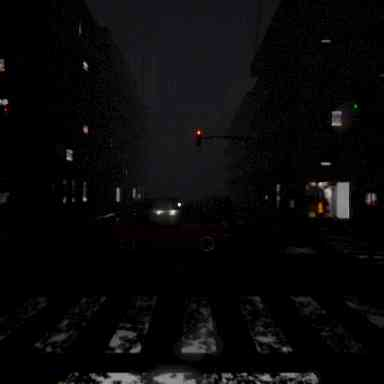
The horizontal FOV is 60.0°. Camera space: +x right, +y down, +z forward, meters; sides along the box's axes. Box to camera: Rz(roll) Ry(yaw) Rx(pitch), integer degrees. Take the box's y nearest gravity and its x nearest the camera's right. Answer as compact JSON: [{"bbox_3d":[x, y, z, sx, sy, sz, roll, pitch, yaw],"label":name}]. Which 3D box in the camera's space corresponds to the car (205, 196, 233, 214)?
[{"bbox_3d":[2.696,1.241,31.689,2.192,1.841,5.009,0,0,0],"label":"car"}]

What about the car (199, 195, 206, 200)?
[{"bbox_3d":[2.703,1.416,87.172,1.887,1.381,4.507,0,0,0],"label":"car"}]

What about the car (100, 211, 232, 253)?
[{"bbox_3d":[-0.993,1.565,12.927,4.718,1.301,1.895,0,0,0],"label":"car"}]

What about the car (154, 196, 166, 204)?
[{"bbox_3d":[-5.681,1.469,59.435,1.802,1.307,4.206,0,0,0],"label":"car"}]

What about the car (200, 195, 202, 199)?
[{"bbox_3d":[2.699,1.446,53.885,2.008,1.369,4.403,0,0,0],"label":"car"}]

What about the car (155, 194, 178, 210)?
[{"bbox_3d":[-3.086,1.391,41.147,1.882,1.535,5.008,0,0,0],"label":"car"}]

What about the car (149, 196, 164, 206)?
[{"bbox_3d":[-5.682,1.421,53.716,1.752,1.417,4.829,0,0,0],"label":"car"}]

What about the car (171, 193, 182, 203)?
[{"bbox_3d":[-2.997,1.445,64.218,1.994,1.385,4.181,0,0,0],"label":"car"}]

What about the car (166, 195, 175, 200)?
[{"bbox_3d":[-5.677,1.422,87.173,2.008,1.369,4.403,0,0,0],"label":"car"}]

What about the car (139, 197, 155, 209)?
[{"bbox_3d":[-5.683,1.477,42.788,1.947,1.339,4.313,0,0,0],"label":"car"}]

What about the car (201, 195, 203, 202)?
[{"bbox_3d":[2.698,1.448,48.336,1.887,1.381,4.507,0,0,0],"label":"car"}]

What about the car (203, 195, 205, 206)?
[{"bbox_3d":[2.697,1.436,42.957,1.752,1.417,4.829,0,0,0],"label":"car"}]

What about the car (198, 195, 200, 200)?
[{"bbox_3d":[2.702,1.418,70.528,1.887,1.381,4.507,0,0,0],"label":"car"}]
